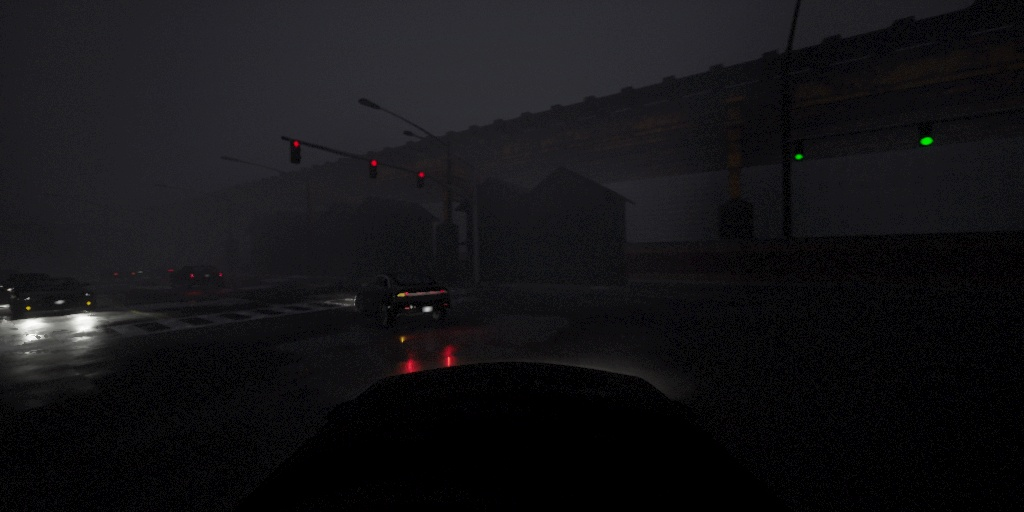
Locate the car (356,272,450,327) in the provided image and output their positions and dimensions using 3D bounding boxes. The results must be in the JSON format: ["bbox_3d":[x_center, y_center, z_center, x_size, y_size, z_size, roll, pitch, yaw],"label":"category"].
[{"bbox_3d":[-3.721,1.264,11.825,2.128,1.511,4.902,-1,0,-35],"label":"car"}]

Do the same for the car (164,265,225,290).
[{"bbox_3d":[-22.763,1.407,25.846,4.553,1.767,2.097,-1,0,33],"label":"car"}]

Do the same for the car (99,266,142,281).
[{"bbox_3d":[-41.957,1.895,38.112,5.357,1.411,2.033,-1,0,30],"label":"car"}]

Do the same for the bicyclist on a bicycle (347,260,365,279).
[{"bbox_3d":[-13.416,1.163,30.844,0.582,1.620,1.656,-1,1,33],"label":"bicyclist on a bicycle"}]

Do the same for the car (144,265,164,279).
[{"bbox_3d":[-38.772,1.772,40.350,4.902,1.511,2.128,-1,0,30],"label":"car"}]

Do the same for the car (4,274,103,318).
[{"bbox_3d":[-18.852,1.598,14.716,4.181,1.385,1.994,-1,0,33],"label":"car"}]

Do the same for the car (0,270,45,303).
[{"bbox_3d":[-26.397,1.674,19.644,4.674,1.442,1.812,-1,0,33],"label":"car"}]
